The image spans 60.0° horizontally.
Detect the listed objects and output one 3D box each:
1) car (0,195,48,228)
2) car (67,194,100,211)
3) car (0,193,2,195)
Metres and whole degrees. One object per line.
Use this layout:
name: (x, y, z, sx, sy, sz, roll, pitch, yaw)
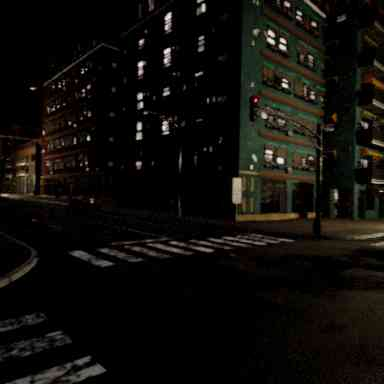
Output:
car: (-9.314, 1.102, 18.196, 1.887, 1.381, 4.507, 3, -1, -42)
car: (-10.559, 0.909, 32.360, 1.967, 1.590, 4.097, 3, -1, -42)
car: (-13.023, 0.954, 22.499, 1.887, 1.381, 4.507, 3, -1, -42)
